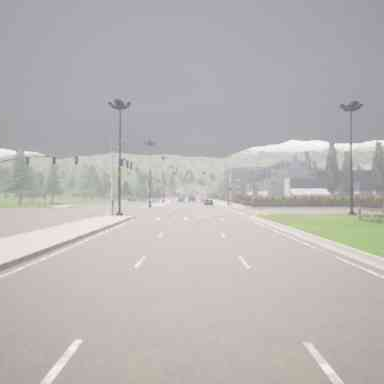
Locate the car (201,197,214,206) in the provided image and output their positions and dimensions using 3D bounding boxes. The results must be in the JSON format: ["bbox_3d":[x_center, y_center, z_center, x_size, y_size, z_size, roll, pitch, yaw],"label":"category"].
[{"bbox_3d":[3.484,2.175,69.413,2.128,1.511,4.902,0,-1,0],"label":"car"}]
